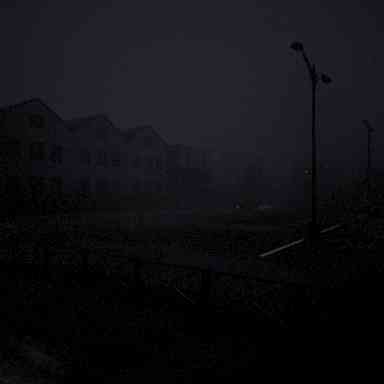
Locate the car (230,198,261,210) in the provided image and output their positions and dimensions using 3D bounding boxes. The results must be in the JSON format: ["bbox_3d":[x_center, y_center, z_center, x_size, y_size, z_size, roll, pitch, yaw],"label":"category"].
[{"bbox_3d":[6.633,1.409,40.651,1.895,1.301,4.718,0,0,36],"label":"car"}]

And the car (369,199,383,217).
[{"bbox_3d":[15.518,1.298,26.752,2.007,1.523,4.514,0,0,35],"label":"car"}]
